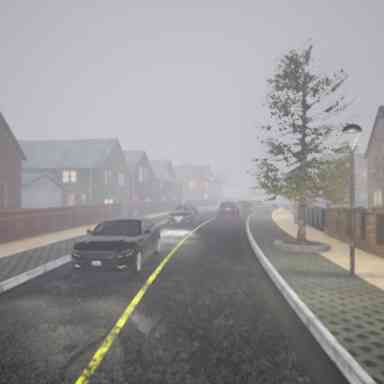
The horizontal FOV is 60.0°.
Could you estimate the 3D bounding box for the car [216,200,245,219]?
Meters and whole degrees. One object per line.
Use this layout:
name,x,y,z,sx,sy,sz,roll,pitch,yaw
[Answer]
car,3.653,1.606,31.791,2.097,1.767,4.553,0,0,13

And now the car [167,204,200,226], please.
car,-0.531,1.697,25.382,2.128,1.511,4.902,0,0,10

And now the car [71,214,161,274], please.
car,-2.276,1.568,11.128,1.882,1.535,5.008,0,0,5

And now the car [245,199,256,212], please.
car,7.041,1.850,44.825,1.837,1.490,4.892,0,0,18
